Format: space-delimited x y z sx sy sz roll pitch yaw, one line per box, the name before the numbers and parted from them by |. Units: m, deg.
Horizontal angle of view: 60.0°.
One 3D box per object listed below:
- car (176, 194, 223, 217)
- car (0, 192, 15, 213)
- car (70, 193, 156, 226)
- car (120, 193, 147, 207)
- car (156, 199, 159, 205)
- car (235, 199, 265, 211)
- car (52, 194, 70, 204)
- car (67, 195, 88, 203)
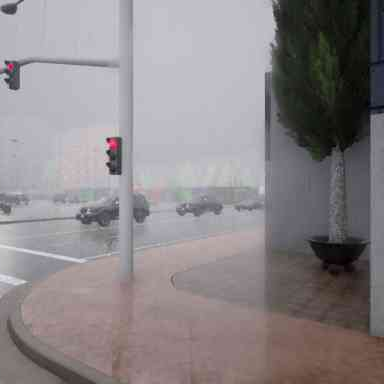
car | 0.841 1.221 32.086 2.150 2.045 5.566 0 0 37
car | -20.102 1.156 33.640 3.866 1.878 1.905 0 0 35
car | -5.430 1.221 23.684 2.150 2.045 5.566 0 0 36
car | -8.772 1.156 49.662 3.866 1.878 1.905 0 0 35
car | -7.087 1.395 52.017 3.806 1.475 1.970 0 0 35
car | 7.242 1.547 40.599 2.033 1.411 5.357 0 0 37
car | -23.069 1.153 59.788 4.605 1.855 1.932 0 0 35
car | -21.340 1.364 62.113 3.905 1.438 1.784 0 0 35
